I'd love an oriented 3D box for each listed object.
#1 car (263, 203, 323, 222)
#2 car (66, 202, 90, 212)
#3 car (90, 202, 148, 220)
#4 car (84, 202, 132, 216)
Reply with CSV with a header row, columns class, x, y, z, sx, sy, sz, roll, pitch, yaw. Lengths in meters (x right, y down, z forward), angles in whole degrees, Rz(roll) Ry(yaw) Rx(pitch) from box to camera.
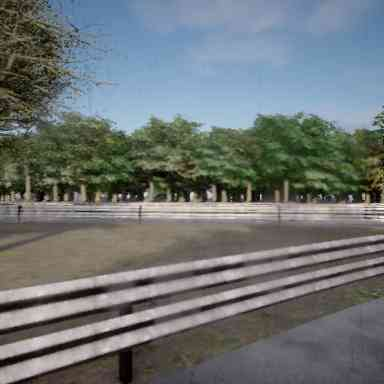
class,x,y,z,sx,sy,sz,roll,pitch,yaw
car,8.482,1.725,28.152,4.902,1.511,2.128,0,-1,10
car,-10.766,1.846,35.021,4.892,1.490,1.837,-1,-1,10
car,-6.429,1.741,30.732,4.902,1.511,2.128,0,-1,10
car,-9.671,1.890,38.378,5.008,1.535,1.882,0,-1,10
